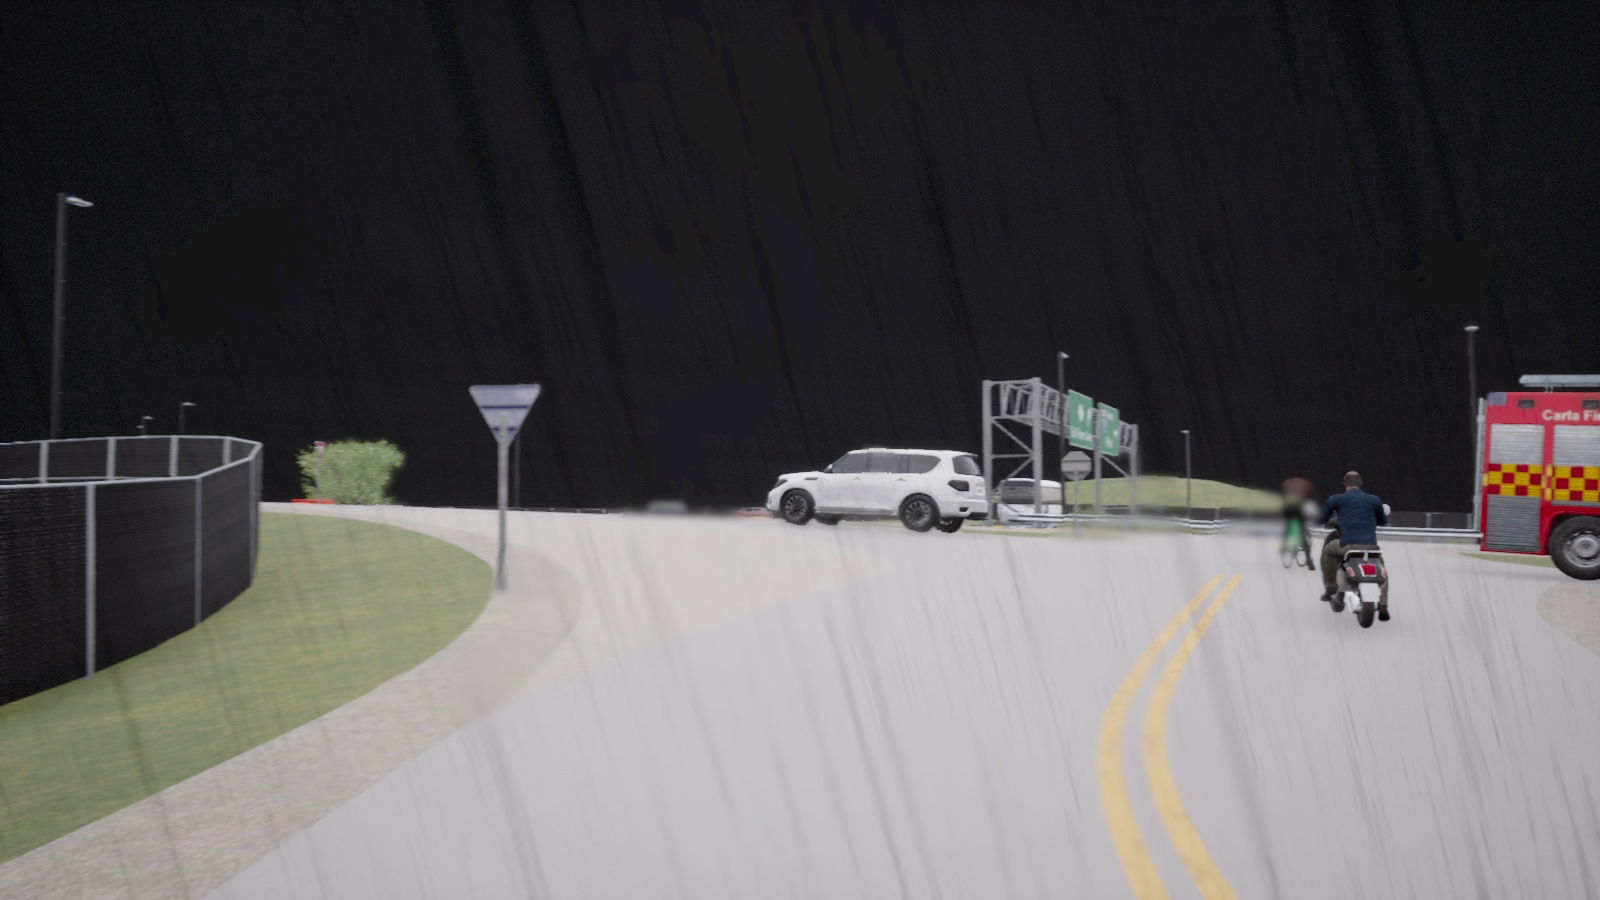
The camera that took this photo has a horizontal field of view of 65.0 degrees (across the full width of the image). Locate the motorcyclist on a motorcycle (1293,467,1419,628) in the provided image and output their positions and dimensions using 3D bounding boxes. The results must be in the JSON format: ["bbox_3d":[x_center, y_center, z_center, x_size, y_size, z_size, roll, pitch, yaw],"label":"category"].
[{"bbox_3d":[5.884,0.980,13.405,0.866,1.590,1.817,0,-1,12],"label":"motorcyclist on a motorcycle"}]

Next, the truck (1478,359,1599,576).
[{"bbox_3d":[16.900,0.442,21.894,8.468,3.827,2.891,2,-2,37],"label":"truck"}]

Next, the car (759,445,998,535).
[{"bbox_3d":[1.971,0.988,31.767,5.566,2.045,2.150,1,-2,27],"label":"car"}]

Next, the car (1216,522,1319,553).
[{"bbox_3d":[23.427,4.355,62.904,4.674,1.442,1.812,-1,-3,25],"label":"car"}]

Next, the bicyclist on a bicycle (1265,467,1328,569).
[{"bbox_3d":[8.281,1.109,20.894,0.582,1.620,1.656,0,-2,36],"label":"bicyclist on a bicycle"}]
